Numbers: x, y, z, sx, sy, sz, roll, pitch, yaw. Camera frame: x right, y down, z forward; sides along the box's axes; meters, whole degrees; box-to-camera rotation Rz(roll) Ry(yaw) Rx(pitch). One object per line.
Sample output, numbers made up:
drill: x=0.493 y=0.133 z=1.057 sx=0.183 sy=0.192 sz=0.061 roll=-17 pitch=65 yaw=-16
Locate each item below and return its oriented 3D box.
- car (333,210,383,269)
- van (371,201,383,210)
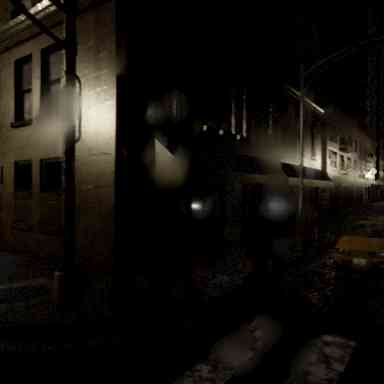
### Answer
car: x=5.813 y=1.510 z=10.682 sx=1.752 sy=1.417 sz=4.829 roll=1 pitch=0 yaw=36
van: x=9.252 y=1.328 z=15.402 sx=1.690 sy=1.788 sz=3.998 roll=1 pitch=0 yaw=36
